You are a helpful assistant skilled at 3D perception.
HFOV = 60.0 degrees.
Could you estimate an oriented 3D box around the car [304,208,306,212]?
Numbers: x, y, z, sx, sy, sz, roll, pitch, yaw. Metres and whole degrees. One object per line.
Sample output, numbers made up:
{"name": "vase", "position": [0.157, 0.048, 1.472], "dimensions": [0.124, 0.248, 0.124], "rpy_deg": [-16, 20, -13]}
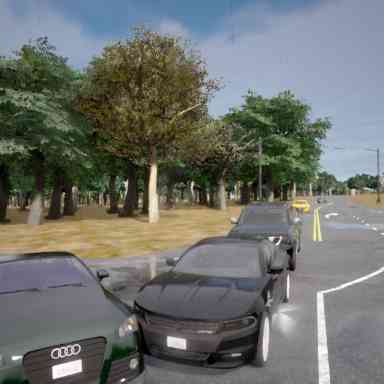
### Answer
{"name": "car", "position": [5.043, 1.775, 18.359], "dimensions": [1.895, 1.301, 4.718], "rpy_deg": [-1, 0, 21]}

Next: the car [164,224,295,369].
{"name": "car", "position": [0.720, 1.614, 6.306], "dimensions": [1.882, 1.535, 5.008], "rpy_deg": [-1, -2, 21]}

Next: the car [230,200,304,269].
{"name": "car", "position": [2.828, 1.460, 12.451], "dimensions": [2.150, 2.045, 5.566], "rpy_deg": [-2, 0, 20]}

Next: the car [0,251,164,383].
{"name": "car", "position": [-2.323, 1.643, 5.002], "dimensions": [1.994, 1.385, 4.181], "rpy_deg": [2, -2, -33]}

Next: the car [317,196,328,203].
{"name": "car", "position": [27.941, 1.685, 71.433], "dimensions": [1.812, 1.442, 4.674], "rpy_deg": [-1, 0, 26]}

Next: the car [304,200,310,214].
{"name": "car", "position": [12.854, 1.699, 39.251], "dimensions": [1.882, 1.535, 5.008], "rpy_deg": [-1, 0, 21]}
